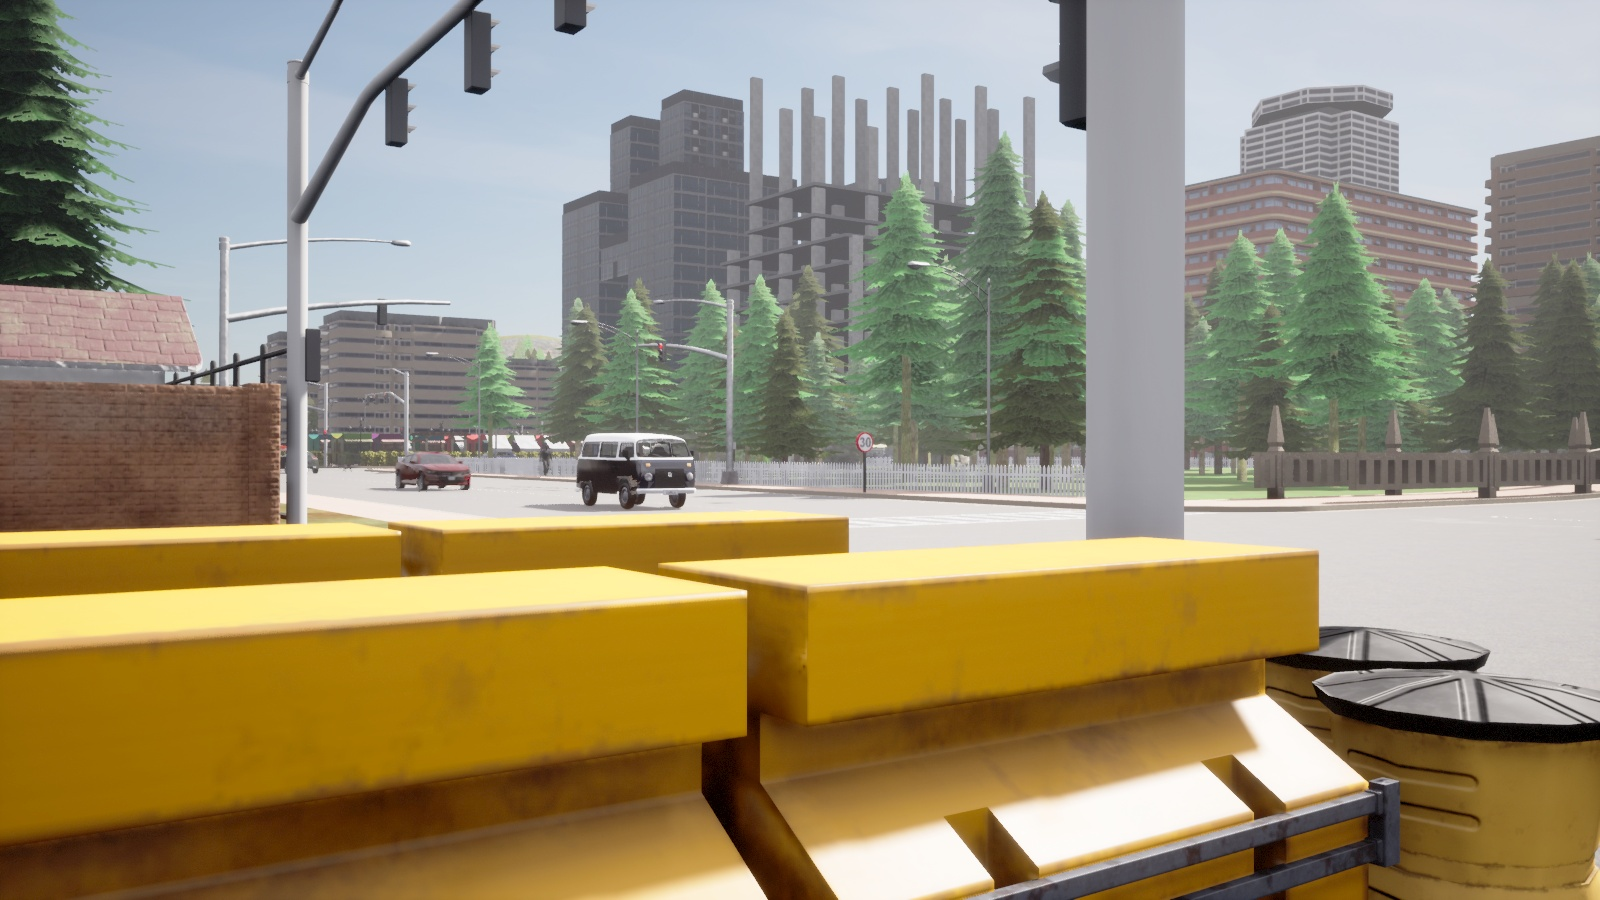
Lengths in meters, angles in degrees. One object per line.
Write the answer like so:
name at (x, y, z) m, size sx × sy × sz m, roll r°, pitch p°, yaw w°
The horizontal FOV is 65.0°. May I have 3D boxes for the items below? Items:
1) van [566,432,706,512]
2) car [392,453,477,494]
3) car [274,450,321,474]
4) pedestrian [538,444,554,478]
van at (-4.568, 0.562, 34.452) m, size 2.069 × 2.038 × 4.480 m, roll 0°, pitch 0°, yaw -33°
car at (-14.562, 0.875, 49.805) m, size 1.882 × 1.535 × 5.008 m, roll 0°, pitch 0°, yaw -33°
car at (-35.247, 0.813, 88.001) m, size 2.152 × 1.651 × 5.027 m, roll 0°, pitch 0°, yaw -33°
pedestrian at (-13.958, 0.602, 69.067) m, size 0.563 × 1.883 × 0.849 m, roll 0°, pitch 0°, yaw -33°
